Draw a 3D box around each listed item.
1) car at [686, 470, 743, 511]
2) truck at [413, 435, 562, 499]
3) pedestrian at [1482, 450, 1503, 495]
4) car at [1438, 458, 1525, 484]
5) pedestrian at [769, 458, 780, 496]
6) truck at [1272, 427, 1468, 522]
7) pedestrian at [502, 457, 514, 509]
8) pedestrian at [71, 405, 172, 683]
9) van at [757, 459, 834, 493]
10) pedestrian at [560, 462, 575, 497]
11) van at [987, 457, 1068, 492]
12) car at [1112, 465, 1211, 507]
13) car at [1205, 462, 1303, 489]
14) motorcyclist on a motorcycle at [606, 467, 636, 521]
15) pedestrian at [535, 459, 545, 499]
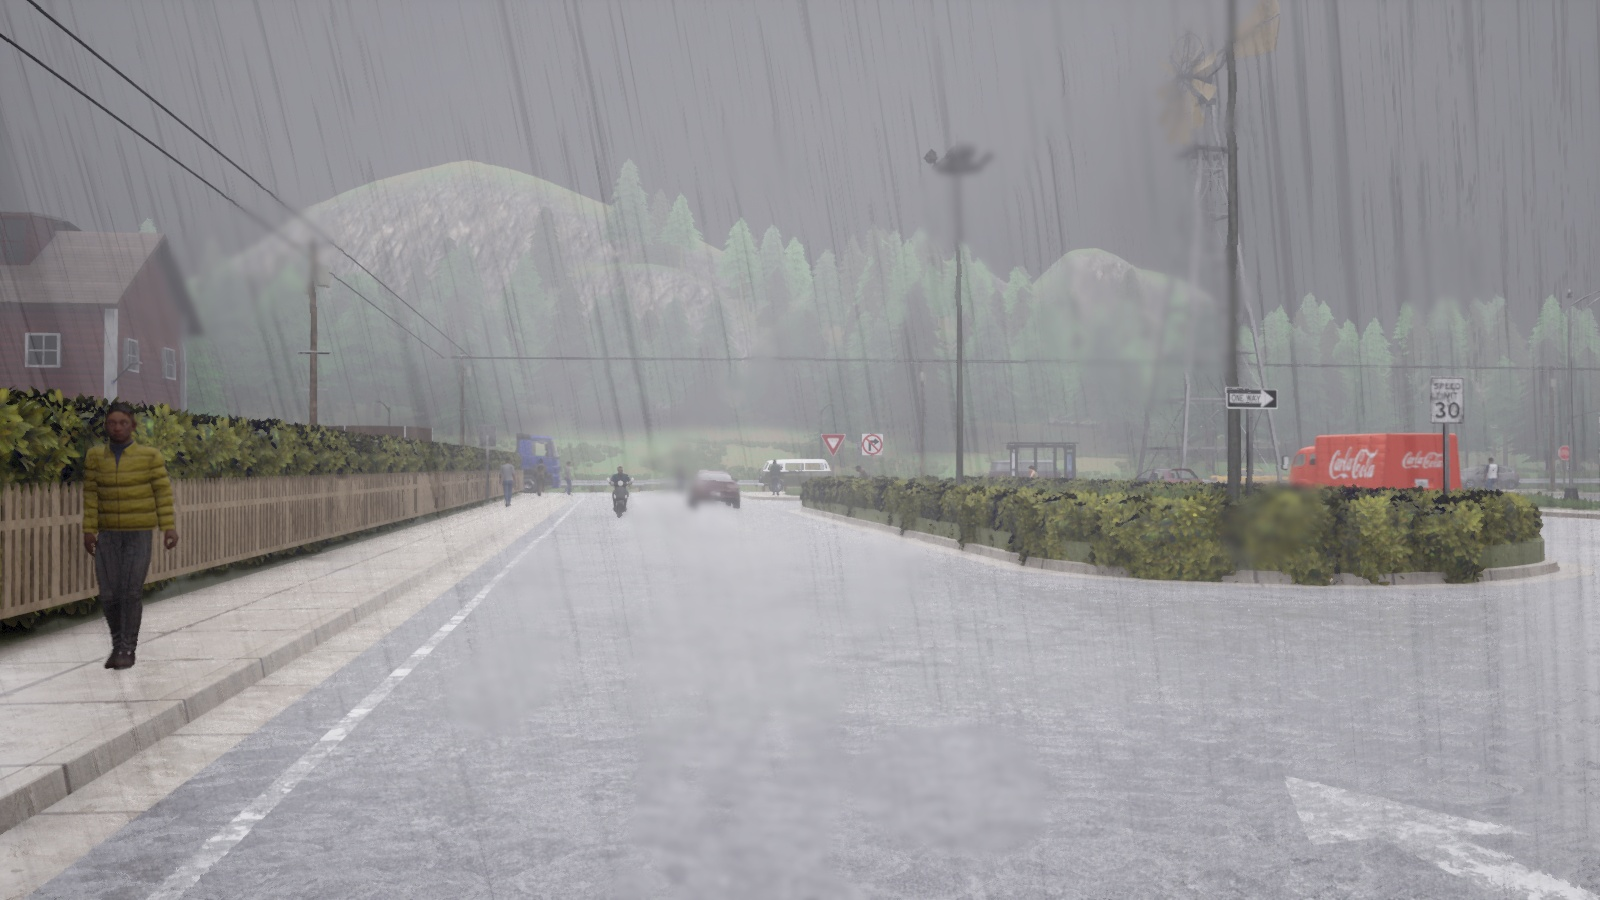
[{"bbox_3d":[-3.290,1.510,47.622,1.812,1.442,4.674,0,-1,-8],"label":"car"},{"bbox_3d":[-17.523,0.938,70.878,7.936,3.462,2.891,0,-1,-8],"label":"truck"},{"bbox_3d":[27.982,0.910,50.763,0.354,1.836,0.706,0,-1,-8],"label":"pedestrian"},{"bbox_3d":[45.122,1.387,83.242,4.611,1.667,2.242,0,-1,-8],"label":"car"},{"bbox_3d":[-1.248,1.311,61.681,0.353,1.847,0.614,0,-1,-15],"label":"pedestrian"},{"bbox_3d":[15.952,0.668,35.558,2.627,2.467,5.204,0,-1,-9],"label":"truck"},{"bbox_3d":[-10.467,1.167,45.030,0.354,1.836,0.706,0,-1,-8],"label":"pedestrian"},{"bbox_3d":[-4.696,0.628,8.720,0.431,1.840,0.709,0,-1,-12],"label":"pedestrian"},{"bbox_3d":[-0.302,1.575,76.834,4.480,2.038,2.069,0,-1,-8],"label":"van"},{"bbox_3d":[-12.237,1.554,66.108,0.706,1.836,0.354,0,-1,-13],"label":"pedestrian"},{"bbox_3d":[13.616,1.463,75.263,4.442,1.987,1.775,-1,-1,-8],"label":"van"},{"bbox_3d":[13.667,1.350,47.682,1.845,1.501,3.633,0,-1,-19],"label":"car"},{"bbox_3d":[27.622,1.543,76.499,5.366,1.575,1.801,-1,-1,8],"label":"car"},{"bbox_3d":[-5.485,1.333,38.443,0.866,1.590,1.817,0,-1,-8],"label":"motorcyclist on a motorcycle"},{"bbox_3d":[-12.448,1.388,60.170,0.396,1.930,0.692,0,-1,-7],"label":"pedestrian"}]
